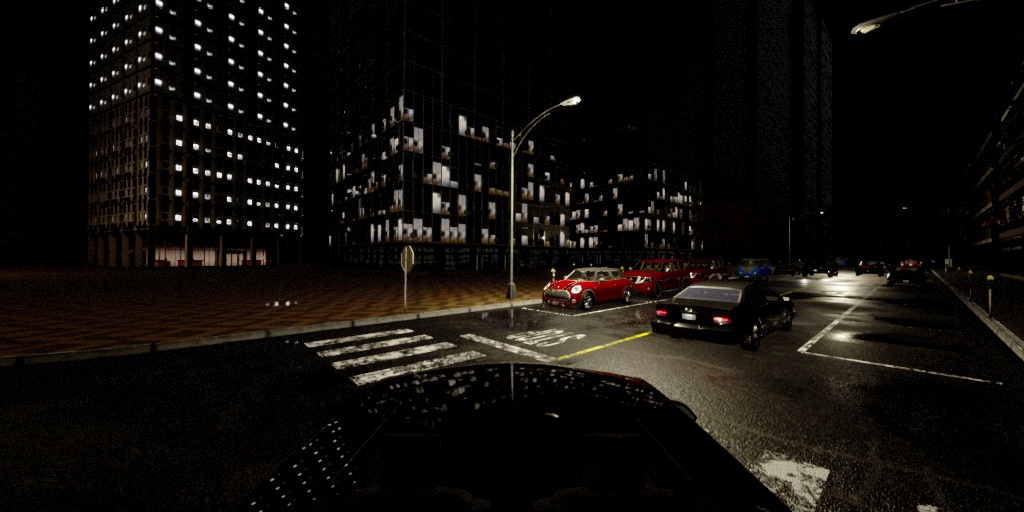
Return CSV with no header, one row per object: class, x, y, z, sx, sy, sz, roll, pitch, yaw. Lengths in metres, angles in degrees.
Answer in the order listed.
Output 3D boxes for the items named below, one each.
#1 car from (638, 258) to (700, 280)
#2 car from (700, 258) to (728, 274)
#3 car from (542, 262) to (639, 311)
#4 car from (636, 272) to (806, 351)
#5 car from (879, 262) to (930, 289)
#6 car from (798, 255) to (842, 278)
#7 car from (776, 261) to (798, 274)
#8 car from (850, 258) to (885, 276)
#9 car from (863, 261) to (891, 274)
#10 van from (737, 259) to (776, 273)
car,7.294,1.070,18.233,5.009,1.841,2.192,0,0,-42
car,11.517,1.070,21.982,5.009,1.841,2.192,0,0,-42
car,3.072,1.195,14.484,4.097,1.591,1.967,0,0,-42
car,5.517,1.299,9.047,5.357,1.411,2.033,0,0,-42
car,25.540,1.298,23.226,4.403,1.370,2.007,0,0,-42
car,29.825,0.966,34.642,5.566,2.045,2.150,0,0,-42
car,28.407,1.328,36.978,4.207,1.307,1.802,0,0,-42
car,35.547,1.230,35.589,4.902,1.511,2.128,0,0,-42
car,43.208,1.275,42.410,5.357,1.411,2.033,0,0,-41
van,19.962,1.094,29.480,3.998,1.789,1.690,0,0,-42
